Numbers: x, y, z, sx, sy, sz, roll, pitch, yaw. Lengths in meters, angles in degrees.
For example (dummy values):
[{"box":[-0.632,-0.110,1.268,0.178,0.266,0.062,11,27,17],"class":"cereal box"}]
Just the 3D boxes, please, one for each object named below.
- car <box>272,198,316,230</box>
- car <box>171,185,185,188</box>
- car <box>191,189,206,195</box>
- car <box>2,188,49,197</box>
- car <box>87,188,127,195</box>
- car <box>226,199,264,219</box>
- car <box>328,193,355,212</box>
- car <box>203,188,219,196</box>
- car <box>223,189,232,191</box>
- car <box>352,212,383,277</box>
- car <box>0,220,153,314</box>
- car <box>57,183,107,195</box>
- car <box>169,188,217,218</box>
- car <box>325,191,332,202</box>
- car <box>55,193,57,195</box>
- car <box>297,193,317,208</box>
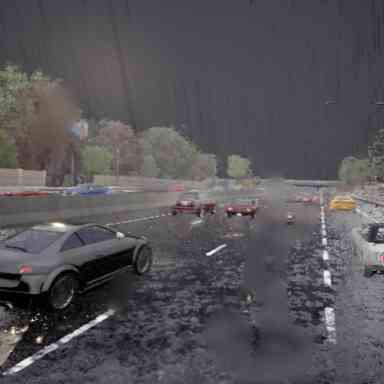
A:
[{"box":[5.779,1.261,18.977,2.033,1.411,5.357,2,1,21],"class":"car"},{"box":[-3.159,-0.529,73.545,2.150,2.045,5.566,2,1,21],"class":"car"},{"box":[1.499,-0.102,75.914,1.895,1.301,4.718,2,1,21],"class":"car"},{"box":[-17.893,0.274,35.883,1.895,1.301,4.718,2,1,21],"class":"car"},{"box":[-7.643,0.564,33.288,2.033,1.411,5.357,2,1,21],"class":"car"},{"box":[3.917,1.152,23.856,1.895,1.301,4.718,2,1,21],"class":"car"},{"box":[14.408,1.142,31.817,1.882,1.535,5.008,2,1,21],"class":"car"},{"box":[4.321,-0.032,73.511,2.128,1.511,4.902,2,1,21],"class":"car"},{"box":[7.583,0.087,72.247,2.128,1.511,4.902,2,1,21],"class":"car"},{"box":[5.722,1.529,9.437,1.895,1.301,4.718,2,1,21],"class":"car"},{"box":[-2.521,1.314,7.257,1.994,1.385,4.181,2,1,21],"class":"car"},{"box":[-10.876,0.118,34.591,2.150,2.045,5.566,2,1,21],"class":"car"},{"box":[0.316,0.795,24.218,2.097,1.767,4.553,2,1,21],"class":"car"},{"box":[21.865,1.009,51.045,1.994,1.385,4.181,2,1,21],"class":"car"},{"box":[-13.512,0.323,37.497,1.994,1.385,4.181,2,1,21],"class":"car"},{"box":[12.564,0.859,36.443,2.097,1.767,4.553,2,1,21],"class":"car"}]
